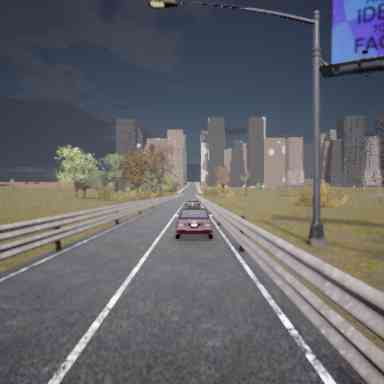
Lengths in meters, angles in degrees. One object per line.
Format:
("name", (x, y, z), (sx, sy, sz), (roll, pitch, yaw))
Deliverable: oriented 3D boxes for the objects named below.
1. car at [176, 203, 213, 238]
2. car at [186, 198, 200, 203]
("car", (0.103, 1.545, 17.655), (2.033, 1.411, 5.357), (0, 0, 0))
("car", (0.107, 1.486, 42.808), (2.128, 1.511, 4.902), (0, 0, 0))
